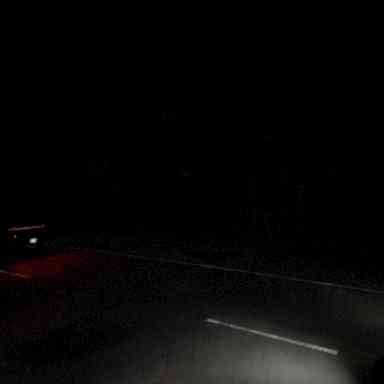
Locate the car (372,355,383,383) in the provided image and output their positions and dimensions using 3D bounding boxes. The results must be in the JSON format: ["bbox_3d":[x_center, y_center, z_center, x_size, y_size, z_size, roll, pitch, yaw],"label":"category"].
[{"bbox_3d":[3.374,1.532,1.416,4.674,1.442,1.812,1,0,37],"label":"car"}]

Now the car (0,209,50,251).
[{"bbox_3d":[-7.405,1.385,12.193,4.902,1.511,2.128,0,0,28],"label":"car"}]
